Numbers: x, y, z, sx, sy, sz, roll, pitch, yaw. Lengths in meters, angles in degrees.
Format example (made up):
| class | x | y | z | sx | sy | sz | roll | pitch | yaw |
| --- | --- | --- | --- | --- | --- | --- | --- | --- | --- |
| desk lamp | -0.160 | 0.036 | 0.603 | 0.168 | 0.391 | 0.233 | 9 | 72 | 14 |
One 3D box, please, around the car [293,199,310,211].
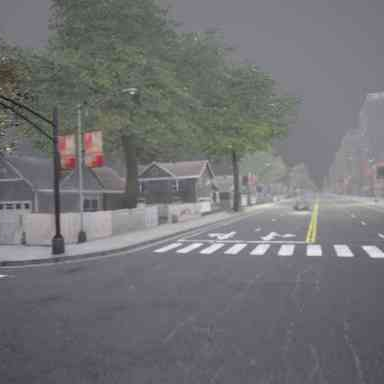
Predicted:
| class | x | y | z | sx | sy | sz | roll | pitch | yaw |
| --- | --- | --- | --- | --- | --- | --- | --- | --- | --- |
| car | 13.933 | 1.662 | 42.315 | 2.128 | 1.511 | 4.902 | -2 | 0 | 21 |
